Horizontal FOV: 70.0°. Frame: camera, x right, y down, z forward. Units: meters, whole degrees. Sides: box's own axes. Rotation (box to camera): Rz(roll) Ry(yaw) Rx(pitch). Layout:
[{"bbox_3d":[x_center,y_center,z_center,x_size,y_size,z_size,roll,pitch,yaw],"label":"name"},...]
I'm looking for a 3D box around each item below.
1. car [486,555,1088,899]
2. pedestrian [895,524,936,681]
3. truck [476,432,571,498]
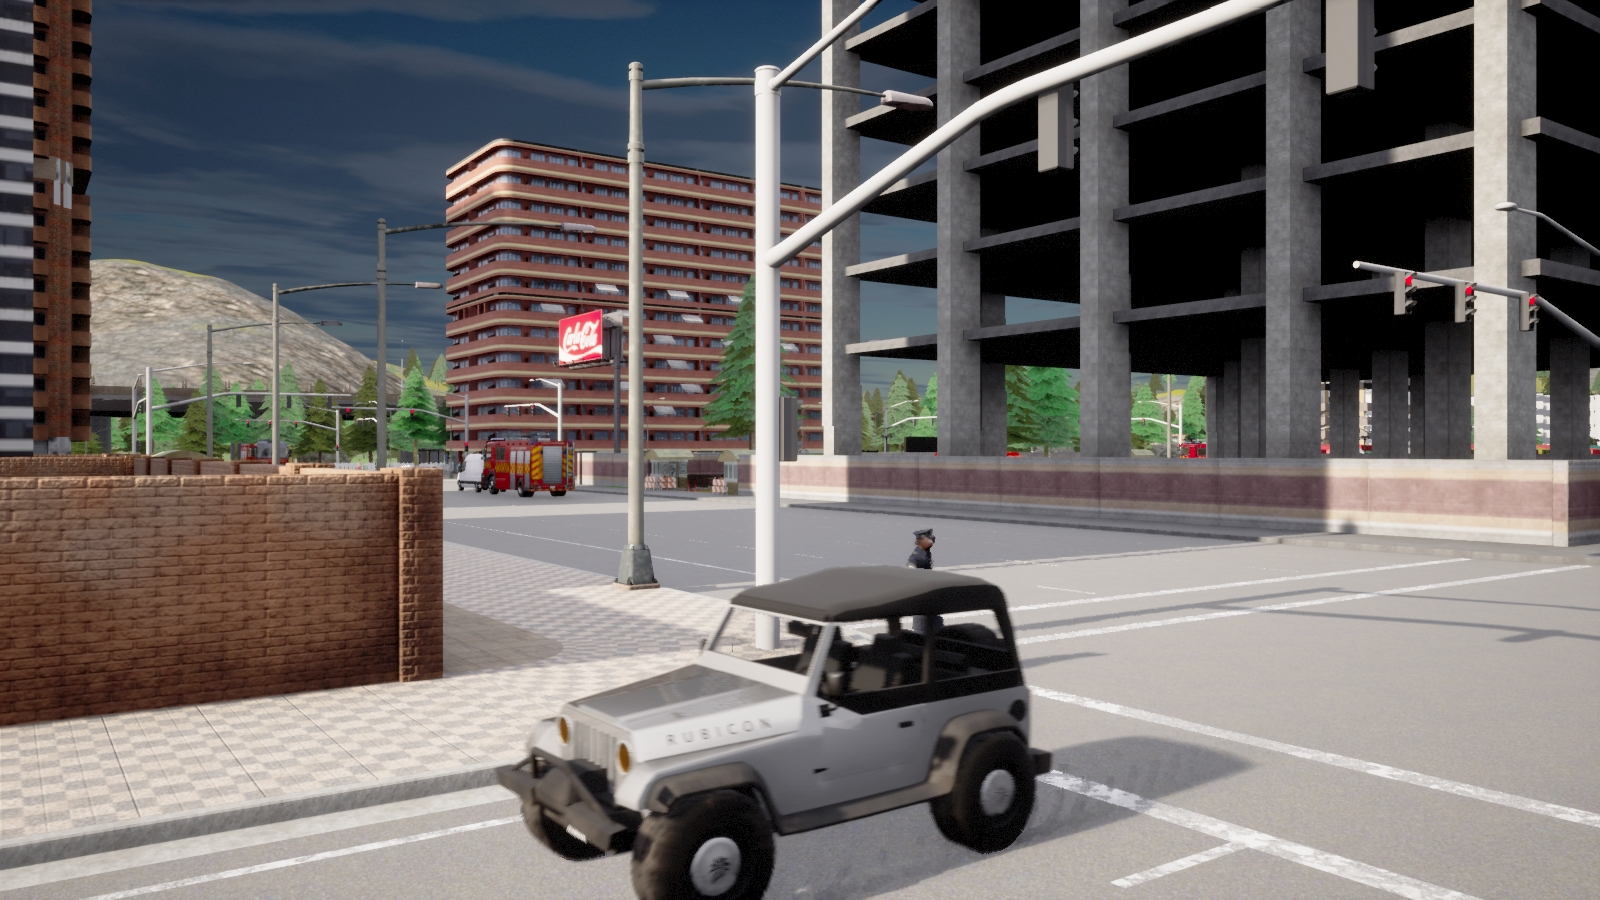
[{"bbox_3d":[0.011,1.857,8.060,3.866,1.878,1.905,0,0,-37],"label":"car"},{"bbox_3d":[1.413,1.848,13.976,0.375,1.860,0.375,0,0,30],"label":"pedestrian"},{"bbox_3d":[-17.186,0.889,70.593,2.891,3.827,8.468,0,0,-34],"label":"truck"}]
